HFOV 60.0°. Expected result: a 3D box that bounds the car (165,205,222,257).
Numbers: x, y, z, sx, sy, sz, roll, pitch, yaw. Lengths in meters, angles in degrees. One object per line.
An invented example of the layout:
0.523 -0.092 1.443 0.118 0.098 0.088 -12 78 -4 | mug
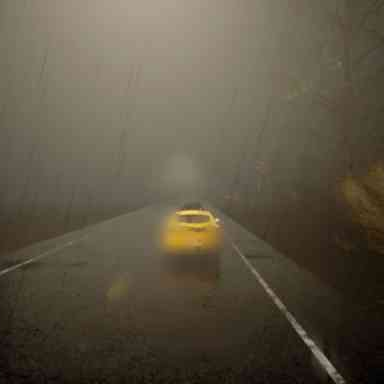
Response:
0.062 1.457 12.906 1.882 1.535 5.008 0 0 0 | car

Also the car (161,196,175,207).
-3.588 1.421 50.618 1.837 1.490 4.892 0 0 0 | car

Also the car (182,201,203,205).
0.069 1.516 29.524 1.994 1.385 4.181 0 0 0 | car

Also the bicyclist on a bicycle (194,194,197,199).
0.945 1.283 95.067 0.866 1.612 1.509 0 0 0 | bicyclist on a bicycle

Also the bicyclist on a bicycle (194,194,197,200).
0.951 1.312 86.069 0.582 1.620 1.656 0 0 0 | bicyclist on a bicycle
